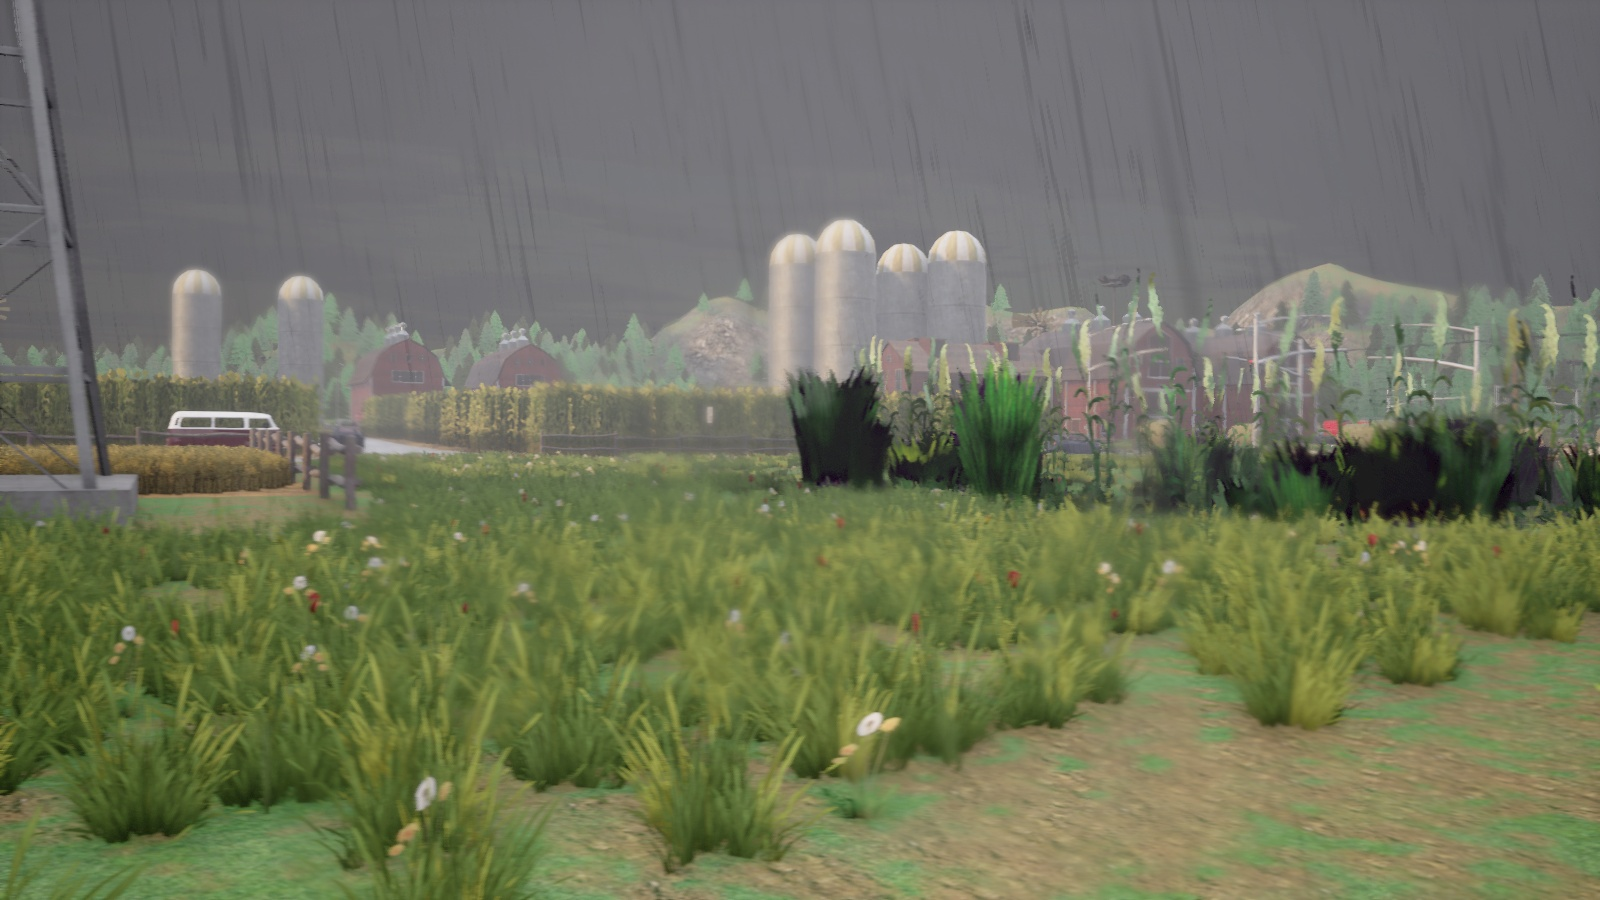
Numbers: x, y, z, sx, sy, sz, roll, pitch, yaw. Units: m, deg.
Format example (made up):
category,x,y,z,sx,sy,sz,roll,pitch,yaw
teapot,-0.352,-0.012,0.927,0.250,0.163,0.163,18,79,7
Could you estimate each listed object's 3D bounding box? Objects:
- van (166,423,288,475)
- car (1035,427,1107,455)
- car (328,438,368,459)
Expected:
category,x,y,z,sx,sy,sz,roll,pitch,yaw
van,-23.753,-0.066,52.071,4.480,2.038,2.069,-2,1,-26
car,15.417,-0.519,71.537,3.633,1.501,1.845,-1,1,-26
car,-29.461,-0.120,81.777,1.895,1.301,4.718,-1,1,-26
